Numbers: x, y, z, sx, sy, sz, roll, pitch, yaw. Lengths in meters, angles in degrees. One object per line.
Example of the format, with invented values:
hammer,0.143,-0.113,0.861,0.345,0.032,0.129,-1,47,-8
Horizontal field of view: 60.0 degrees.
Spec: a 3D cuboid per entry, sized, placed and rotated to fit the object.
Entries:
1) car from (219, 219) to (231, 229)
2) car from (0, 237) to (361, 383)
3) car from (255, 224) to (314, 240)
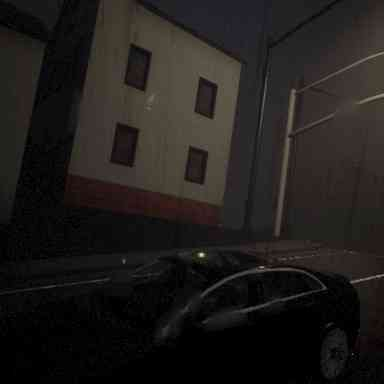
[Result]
car,2.379,3.565,37.293,1.837,1.490,4.892,13,-7,-35
car,0.098,1.530,4.026,4.902,1.511,2.128,2,-1,-35
car,8.044,3.577,29.277,2.033,1.411,5.357,12,-7,-35
